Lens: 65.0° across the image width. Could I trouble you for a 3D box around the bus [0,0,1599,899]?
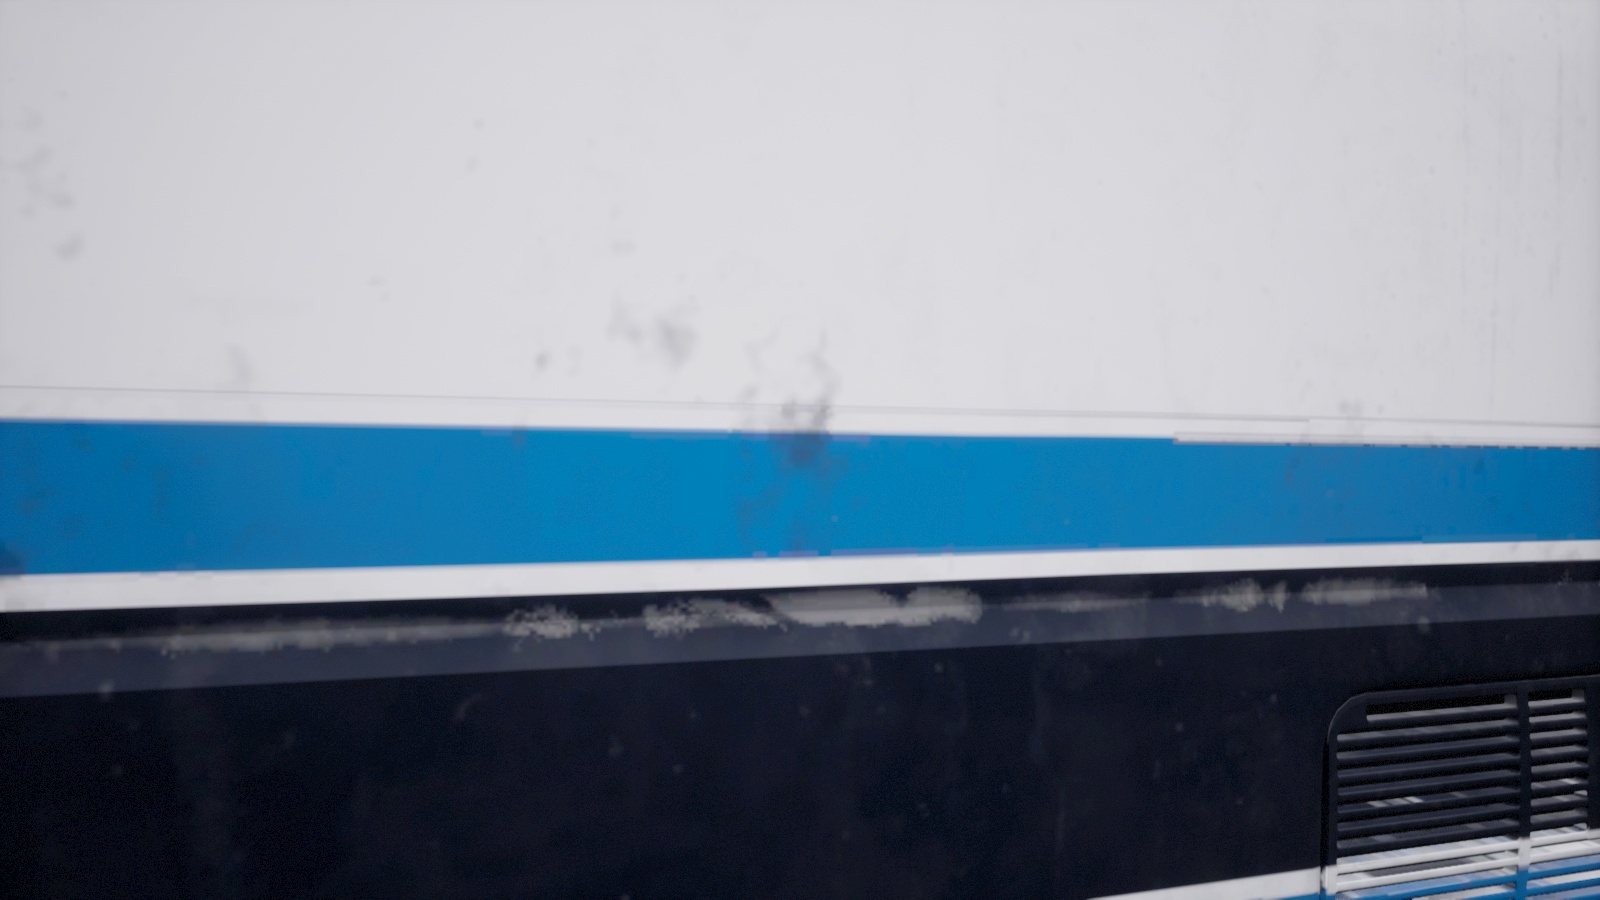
[{"bbox_3d":[0.070,-0.623,3.249,10.273,4.253,3.944,-1,1,-21],"label":"bus"}]
